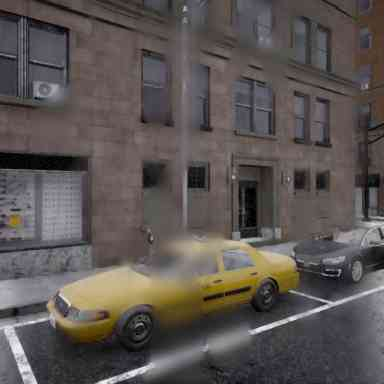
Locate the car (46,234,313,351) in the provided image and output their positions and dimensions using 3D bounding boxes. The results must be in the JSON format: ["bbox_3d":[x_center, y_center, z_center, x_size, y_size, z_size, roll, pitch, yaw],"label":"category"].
[{"bbox_3d":[-0.033,1.525,6.161,4.829,1.417,1.752,0,0,-35],"label":"car"}]

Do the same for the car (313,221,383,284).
[{"bbox_3d":[4.602,1.551,9.459,4.403,1.369,2.008,0,0,-35],"label":"car"}]
